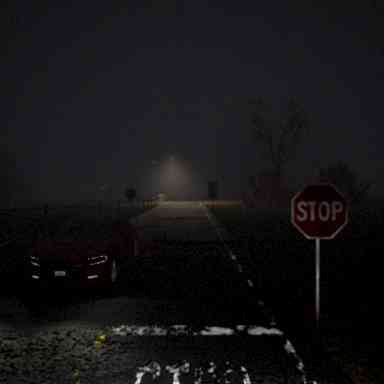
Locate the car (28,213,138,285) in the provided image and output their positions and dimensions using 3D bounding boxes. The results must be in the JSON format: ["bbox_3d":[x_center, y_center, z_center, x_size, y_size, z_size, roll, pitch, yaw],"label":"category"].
[{"bbox_3d":[-2.759,1.408,9.449,1.882,1.535,5.008,0,1,0],"label":"car"}]
